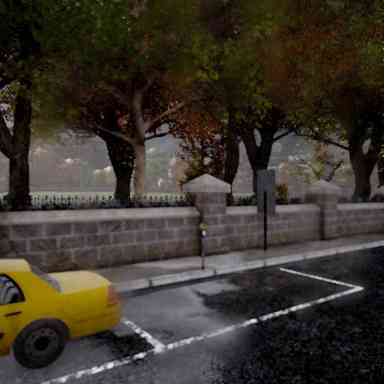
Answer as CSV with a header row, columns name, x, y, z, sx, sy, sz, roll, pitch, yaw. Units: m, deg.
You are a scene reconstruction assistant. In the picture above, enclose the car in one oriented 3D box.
name,x,y,z,sx,sy,sz,roll,pitch,yaw
car,-3.337,1.522,4.181,4.829,1.417,1.752,1,-1,-35
